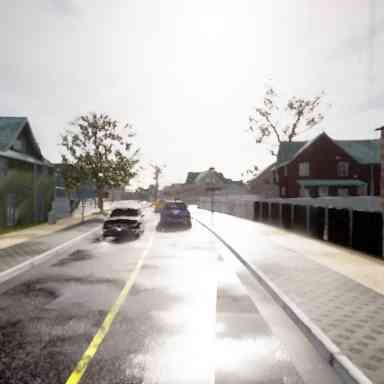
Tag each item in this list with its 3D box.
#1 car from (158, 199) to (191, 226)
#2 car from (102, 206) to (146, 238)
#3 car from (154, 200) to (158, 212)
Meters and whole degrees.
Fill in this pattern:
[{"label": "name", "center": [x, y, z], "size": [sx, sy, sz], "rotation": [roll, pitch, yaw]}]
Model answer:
[{"label": "car", "center": [-1.258, 1.409, 24.130], "size": [2.097, 1.767, 4.553], "rotation": [0, 0, -5]}, {"label": "car", "center": [-3.569, 1.536, 18.049], "size": [1.837, 1.490, 4.892], "rotation": [0, -1, -4]}, {"label": "car", "center": [-3.923, 1.728, 43.353], "size": [1.882, 1.535, 5.008], "rotation": [0, -1, -10]}]
